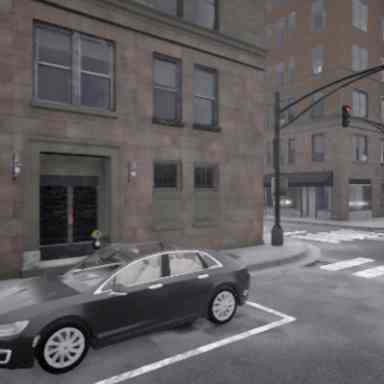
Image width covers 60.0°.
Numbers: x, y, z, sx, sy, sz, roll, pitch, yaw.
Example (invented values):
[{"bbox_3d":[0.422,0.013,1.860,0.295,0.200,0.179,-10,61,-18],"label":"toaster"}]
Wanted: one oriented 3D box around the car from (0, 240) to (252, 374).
[{"bbox_3d":[-0.945,1.550,5.512,4.403,1.369,2.008,0,0,-35],"label":"car"}]
